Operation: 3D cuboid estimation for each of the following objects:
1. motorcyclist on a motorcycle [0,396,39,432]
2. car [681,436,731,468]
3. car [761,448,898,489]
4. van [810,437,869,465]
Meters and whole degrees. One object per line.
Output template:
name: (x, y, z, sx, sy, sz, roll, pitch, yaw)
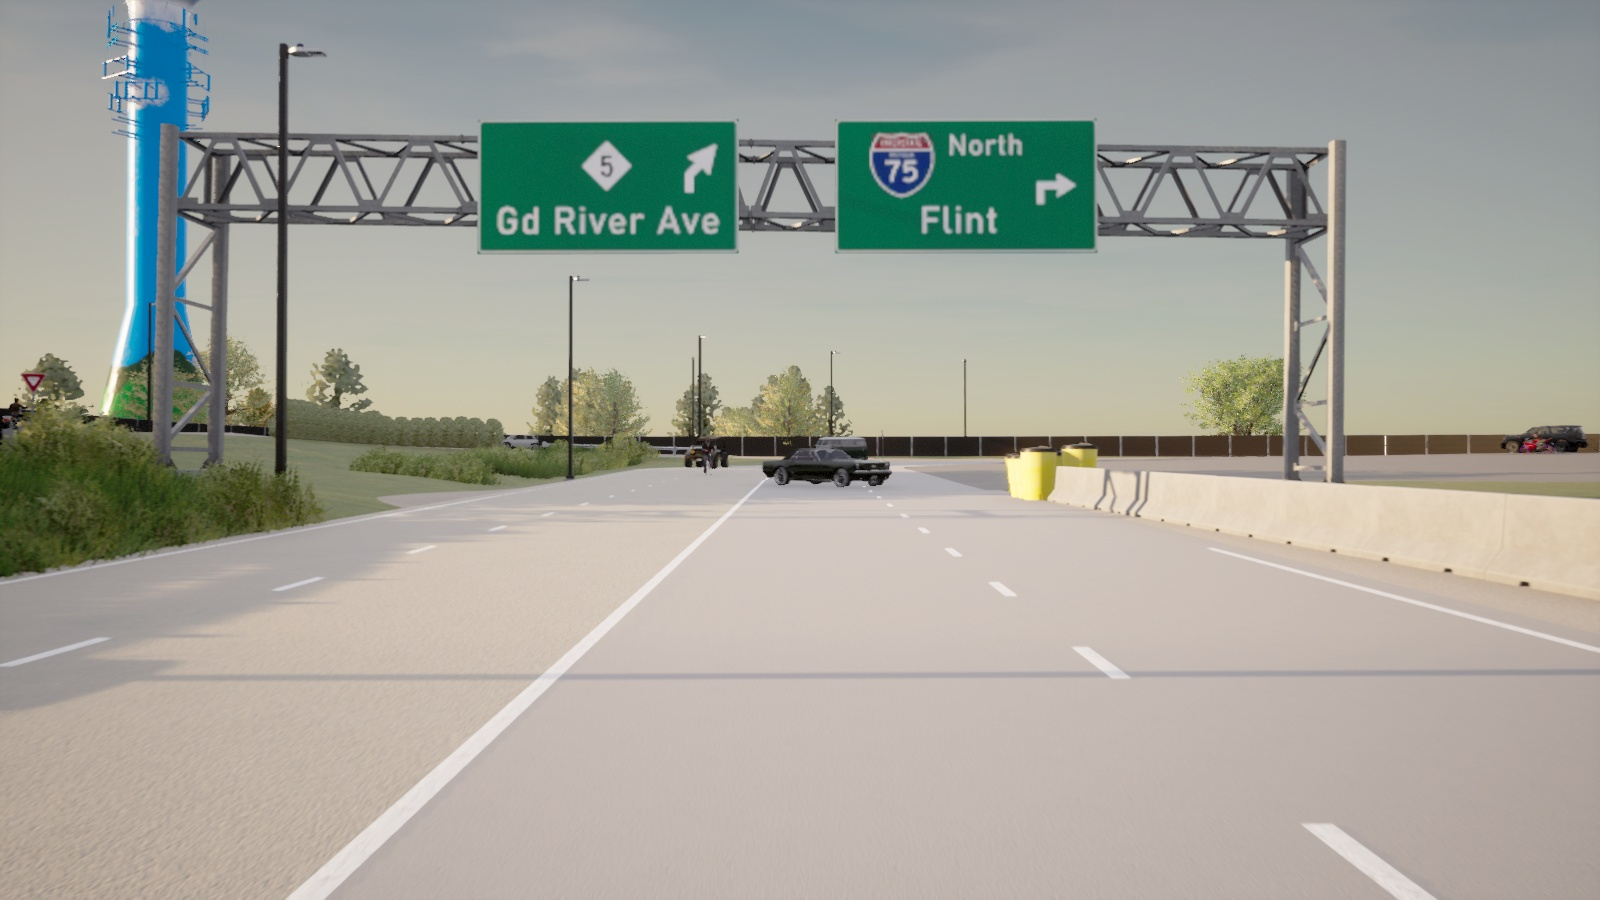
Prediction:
motorcyclist on a motorcycle: (-35.814, -1.643, 57.559, 0.766, 1.649, 2.350, 0, 1, -9)
car: (-5.542, 0.119, 74.566, 1.905, 1.878, 3.866, 0, 0, 12)
car: (0.953, 0.598, 43.052, 1.895, 1.301, 4.718, 0, 0, -44)
van: (2.887, 0.072, 91.311, 1.775, 1.987, 4.442, 0, 1, 45)
